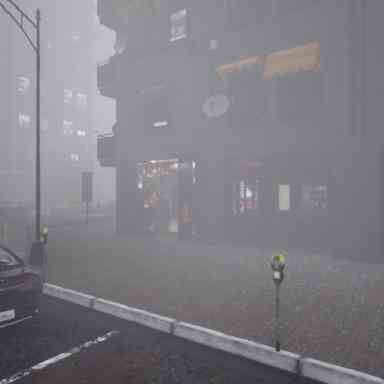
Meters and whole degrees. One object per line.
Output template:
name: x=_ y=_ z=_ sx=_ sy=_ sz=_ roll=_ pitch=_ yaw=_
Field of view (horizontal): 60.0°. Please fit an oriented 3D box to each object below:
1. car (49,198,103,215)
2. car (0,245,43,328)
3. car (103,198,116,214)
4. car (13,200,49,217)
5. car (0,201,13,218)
car: x=-10.944 y=1.250 z=30.490 sx=1.752 sy=1.417 sz=4.829 roll=1 pitch=1 yaw=35
car: x=-4.465 y=1.551 z=6.056 sx=4.403 sy=1.369 sz=2.008 roll=0 pitch=0 yaw=35
car: x=-6.834 y=1.224 z=31.874 sx=2.033 sy=1.411 sz=5.357 roll=0 pitch=1 yaw=35
car: x=-14.033 y=1.350 z=26.064 sx=2.008 sy=1.369 sz=4.403 roll=1 pitch=1 yaw=35
car: x=-14.256 y=1.375 z=20.748 sx=1.837 sy=1.490 sz=4.892 roll=0 pitch=1 yaw=31
